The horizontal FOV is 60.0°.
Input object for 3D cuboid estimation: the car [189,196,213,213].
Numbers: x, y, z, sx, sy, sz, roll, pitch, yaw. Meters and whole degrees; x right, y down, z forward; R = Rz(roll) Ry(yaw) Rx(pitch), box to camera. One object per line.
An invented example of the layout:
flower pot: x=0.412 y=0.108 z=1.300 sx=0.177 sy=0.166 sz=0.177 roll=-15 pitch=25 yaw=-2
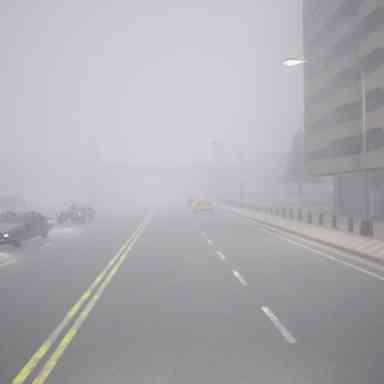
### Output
car: x=1.073 y=1.355 z=35.445 sx=1.882 sy=1.535 sz=5.008 roll=-1 pitch=0 yaw=-4

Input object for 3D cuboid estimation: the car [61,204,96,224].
car: x=-8.897 y=1.655 z=25.846 sx=1.895 sy=1.301 sz=4.718 roll=-1 pitch=0 yaw=-4

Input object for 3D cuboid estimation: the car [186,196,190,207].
car: x=0.160 y=1.331 z=47.759 sx=1.882 sy=1.535 sz=5.008 roll=-1 pitch=0 yaw=-4

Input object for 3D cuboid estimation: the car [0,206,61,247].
car: x=-8.163 y=1.622 z=15.569 sx=2.033 sy=1.411 sz=5.357 roll=-1 pitch=0 yaw=-4

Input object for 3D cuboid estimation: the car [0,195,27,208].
car: x=-24.277 y=1.374 z=44.967 sx=1.932 sy=1.855 sz=4.605 roll=-1 pitch=0 yaw=-4
